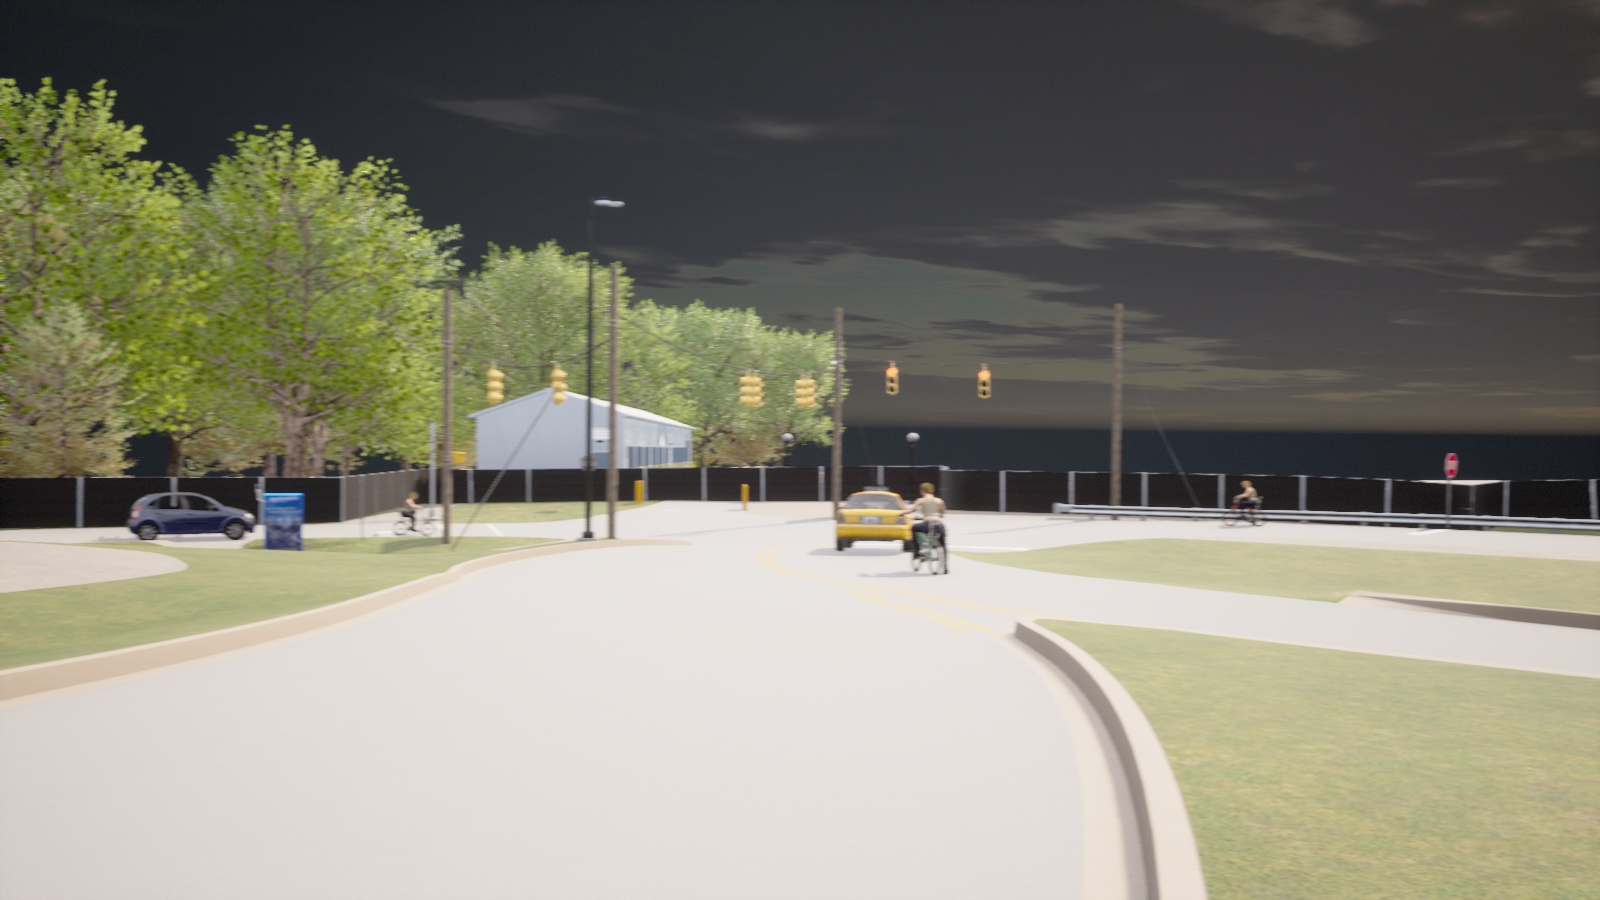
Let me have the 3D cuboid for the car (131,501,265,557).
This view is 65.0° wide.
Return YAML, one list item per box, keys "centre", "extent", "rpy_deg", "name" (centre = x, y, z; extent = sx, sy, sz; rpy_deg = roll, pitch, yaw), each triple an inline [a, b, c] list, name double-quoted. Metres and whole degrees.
- centre: [-20.711, 2.680, 43.233]
  extent: [3.988, 1.617, 1.851]
  rpy_deg: [-1, 1, -31]
  name: "car"

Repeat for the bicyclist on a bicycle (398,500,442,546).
- centre: [-13.966, 2.675, 46.172]
  extent: [1.509, 1.612, 0.866]
  rpy_deg: [1, 1, -15]
  name: "bicyclist on a bicycle"

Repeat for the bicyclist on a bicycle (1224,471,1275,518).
- centre: [15.804, 1.557, 44.157]
  extent: [1.509, 1.612, 0.866]
  rpy_deg: [-2, 0, 32]
  name: "bicyclist on a bicycle"

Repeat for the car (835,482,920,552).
- centre: [1.999, 1.637, 30.884]
  extent: [1.801, 1.575, 5.366]
  rpy_deg: [0, -3, 6]
  name: "car"

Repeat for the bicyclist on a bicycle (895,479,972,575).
- centre: [2.339, 1.343, 22.223]
  extent: [0.866, 1.612, 1.509]
  rpy_deg: [-1, -2, -14]
  name: "bicyclist on a bicycle"
